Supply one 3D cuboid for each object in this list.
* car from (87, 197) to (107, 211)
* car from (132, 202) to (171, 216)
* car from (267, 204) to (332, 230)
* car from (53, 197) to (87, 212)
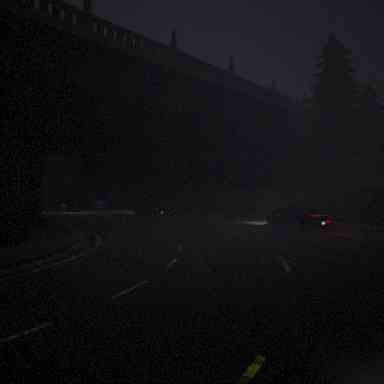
[{"bbox_3d":[-12.644,1.351,41.866,2.097,1.767,4.553,0,0,-45],"label":"car"},{"bbox_3d":[-4.123,1.599,32.773,1.895,1.301,4.718,0,0,-37],"label":"car"},{"bbox_3d":[6.639,1.502,21.151,1.837,1.490,4.892,1,0,-19],"label":"car"},{"bbox_3d":[-14.472,1.506,38.670,1.837,1.490,4.892,0,0,-45],"label":"car"}]
